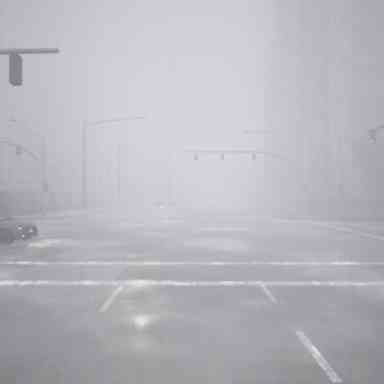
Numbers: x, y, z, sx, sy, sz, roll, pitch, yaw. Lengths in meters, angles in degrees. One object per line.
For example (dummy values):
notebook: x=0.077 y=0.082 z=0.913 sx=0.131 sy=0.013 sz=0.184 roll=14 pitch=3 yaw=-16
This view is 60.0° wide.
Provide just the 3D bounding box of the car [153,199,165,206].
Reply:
car: x=-6.703 y=2.111 z=67.765 sx=1.882 sy=1.535 sz=5.008 roll=0 pitch=-1 yaw=1

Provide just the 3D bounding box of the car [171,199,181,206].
car: x=-3.204 y=2.184 z=67.722 sx=2.033 sy=1.411 sz=5.357 roll=0 pitch=-1 yaw=1

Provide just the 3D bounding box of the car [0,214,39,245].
car: x=-9.666 y=1.689 z=15.908 sx=4.181 sy=1.385 sz=1.994 roll=0 pitch=-1 yaw=0
